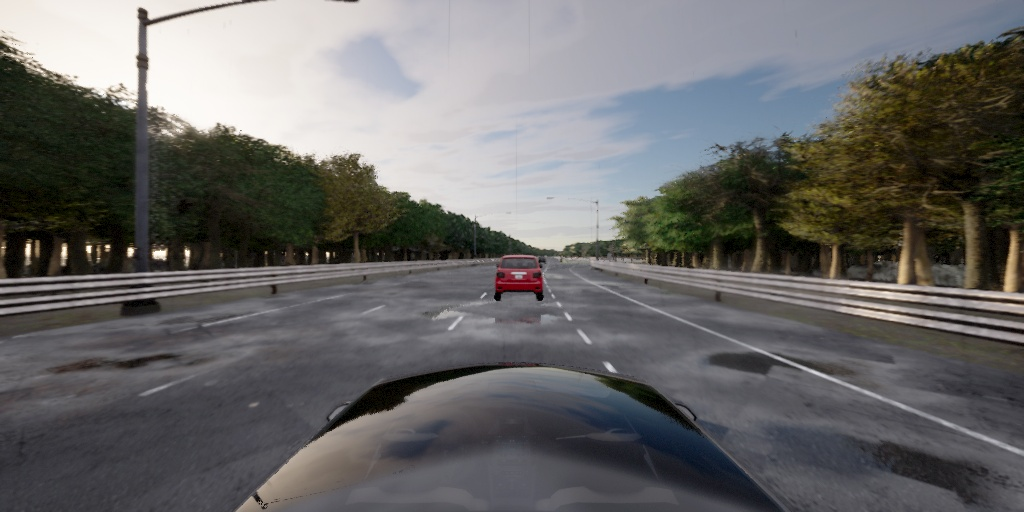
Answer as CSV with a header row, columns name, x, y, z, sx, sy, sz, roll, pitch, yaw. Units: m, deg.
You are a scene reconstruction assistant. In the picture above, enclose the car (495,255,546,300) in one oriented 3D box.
name,x,y,z,sx,sy,sz,roll,pitch,yaw
car,0.354,0.977,17.898,2.150,2.045,5.566,0,0,1
